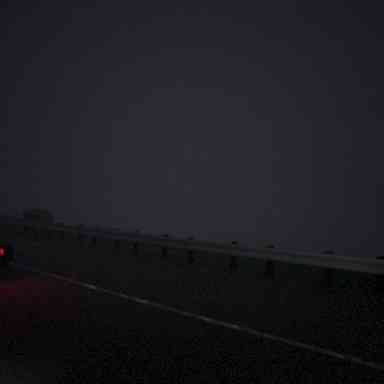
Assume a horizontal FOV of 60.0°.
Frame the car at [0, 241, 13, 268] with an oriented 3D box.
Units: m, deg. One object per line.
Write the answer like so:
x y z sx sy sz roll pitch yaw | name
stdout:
-7.045 1.558 9.387 4.718 1.301 1.895 0 0 38 | car
